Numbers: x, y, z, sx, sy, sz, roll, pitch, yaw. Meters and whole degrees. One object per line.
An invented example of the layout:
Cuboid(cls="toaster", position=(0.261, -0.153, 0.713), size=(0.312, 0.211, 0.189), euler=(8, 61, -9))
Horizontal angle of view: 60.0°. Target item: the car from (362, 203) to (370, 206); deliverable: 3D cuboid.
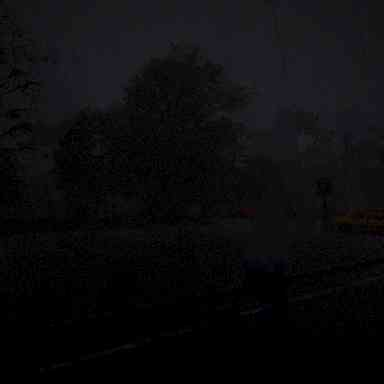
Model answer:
Cuboid(cls="car", position=(19.061, 2.490, 41.903), size=(2.097, 1.535, 5.008), euler=(3, -2, -35))

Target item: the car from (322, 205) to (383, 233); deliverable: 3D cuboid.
Cuboid(cls="car", position=(10.894, 1.818, 19.805), size=(1.946, 1.575, 5.366), euler=(2, -1, -35))

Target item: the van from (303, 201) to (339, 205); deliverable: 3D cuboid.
Cuboid(cls="van", position=(14.590, 2.065, 38.867), size=(1.878, 1.987, 4.442), euler=(3, -2, -35))

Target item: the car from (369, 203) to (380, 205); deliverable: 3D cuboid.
Cuboid(cls="car", position=(21.418, 2.597, 43.582), size=(2.097, 1.535, 5.008), euler=(3, -2, -35))

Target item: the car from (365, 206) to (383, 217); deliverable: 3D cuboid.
Cuboid(cls="car", position=(28.288, 2.900, 48.255), size=(1.946, 1.575, 5.366), euler=(3, -2, -35))

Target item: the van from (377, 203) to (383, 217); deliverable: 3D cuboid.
Cuboid(cls="van", position=(30.508, 2.780, 49.919), size=(1.878, 1.987, 4.442), euler=(3, -2, -35))

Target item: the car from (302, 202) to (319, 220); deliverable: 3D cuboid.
Cuboid(cls="car", position=(10.250, 2.085, 35.406), size=(1.946, 1.575, 5.366), euler=(2, -1, -35))

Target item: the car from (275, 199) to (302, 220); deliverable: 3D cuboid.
Cuboid(cls="car", position=(7.880, 1.740, 33.979), size=(2.435, 2.045, 5.566), euler=(2, -1, -35))

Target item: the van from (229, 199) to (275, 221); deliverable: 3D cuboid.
Cuboid(cls="van", position=(5.473, 1.676, 32.374), size=(1.878, 1.987, 4.442), euler=(2, -1, -35))

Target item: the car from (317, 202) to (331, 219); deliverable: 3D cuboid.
Cuboid(cls="car", position=(12.399, 2.189, 37.156), size=(2.231, 1.521, 4.892), euler=(3, -2, -35))
